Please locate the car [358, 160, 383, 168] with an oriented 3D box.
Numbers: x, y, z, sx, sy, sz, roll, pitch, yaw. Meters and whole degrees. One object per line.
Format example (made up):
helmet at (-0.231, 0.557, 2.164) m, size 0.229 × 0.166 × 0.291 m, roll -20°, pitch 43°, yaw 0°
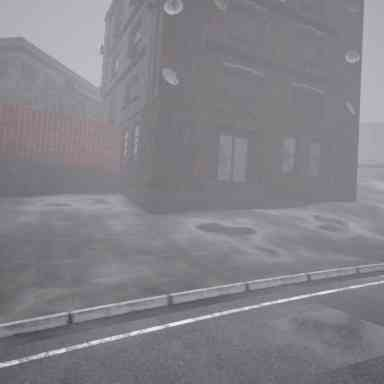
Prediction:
car at (22.558, -3.265, 42.061) m, size 4.553 × 1.767 × 2.185 m, roll 2°, pitch -3°, yaw 16°
